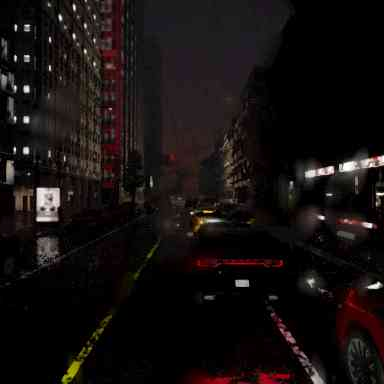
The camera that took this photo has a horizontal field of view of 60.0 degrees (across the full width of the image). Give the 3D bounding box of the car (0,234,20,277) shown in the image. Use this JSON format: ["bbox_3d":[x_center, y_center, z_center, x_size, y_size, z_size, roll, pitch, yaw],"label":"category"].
[{"bbox_3d":[-5.683,1.546,7.533,1.887,1.381,4.507,1,0,0],"label":"car"}]

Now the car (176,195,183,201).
[{"bbox_3d":[-3.022,1.477,81.728,1.812,1.442,4.674,0,0,0],"label":"car"}]

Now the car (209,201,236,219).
[{"bbox_3d":[2.692,1.546,30.128,2.008,1.369,4.403,1,0,0],"label":"car"}]

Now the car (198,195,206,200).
[{"bbox_3d":[2.676,1.488,92.352,2.008,1.369,4.403,1,0,0],"label":"car"}]

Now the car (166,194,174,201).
[{"bbox_3d":[-5.701,1.385,86.729,1.967,1.590,4.097,1,0,0],"label":"car"}]

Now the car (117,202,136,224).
[{"bbox_3d":[-5.687,1.543,24.503,1.887,1.381,4.507,1,0,0],"label":"car"}]

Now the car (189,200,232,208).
[{"bbox_3d":[0.894,1.455,18.602,1.801,1.575,5.366,0,0,0],"label":"car"}]

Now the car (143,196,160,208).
[{"bbox_3d":[-5.692,1.425,47.132,1.967,1.590,4.097,1,0,0],"label":"car"}]

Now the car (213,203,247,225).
[{"bbox_3d":[2.693,1.564,24.471,1.947,1.339,4.313,1,0,0],"label":"car"}]

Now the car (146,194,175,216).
[{"bbox_3d":[-3.109,1.215,33.001,2.150,2.045,5.566,0,0,0],"label":"car"}]

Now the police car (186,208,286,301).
[{"bbox_3d":[0.897,1.426,8.521,1.930,1.638,5.238,0,0,0],"label":"police car"}]

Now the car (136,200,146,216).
[{"bbox_3d":[-5.689,1.561,30.160,1.947,1.339,4.313,1,0,0],"label":"car"}]

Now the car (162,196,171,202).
[{"bbox_3d":[-5.701,1.541,75.414,1.802,1.307,4.206,1,0,0],"label":"car"}]

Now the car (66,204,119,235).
[{"bbox_3d":[-5.687,1.582,18.846,1.802,1.307,4.206,1,0,0],"label":"car"}]

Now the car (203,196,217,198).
[{"bbox_3d":[2.688,1.554,41.442,1.947,1.339,4.313,1,0,0],"label":"car"}]

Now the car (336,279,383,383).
[{"bbox_3d":[2.702,1.316,1.845,2.192,1.841,5.009,1,0,0],"label":"car"}]

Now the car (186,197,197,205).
[{"bbox_3d":[-0.017,1.576,60.036,1.895,1.301,4.718,0,0,0],"label":"car"}]

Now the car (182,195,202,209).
[{"bbox_3d":[-0.006,1.463,45.875,1.882,1.535,5.008,0,0,0],"label":"car"}]

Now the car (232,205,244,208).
[{"bbox_3d":[2.695,1.525,18.985,1.752,1.417,4.829,1,0,0],"label":"car"}]

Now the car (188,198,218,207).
[{"bbox_3d":[0.809,1.454,24.600,1.801,1.575,5.366,0,0,0],"label":"car"}]

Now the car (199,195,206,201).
[{"bbox_3d":[2.677,1.527,86.695,1.802,1.307,4.206,1,0,0],"label":"car"}]

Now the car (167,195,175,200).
[{"bbox_3d":[-5.704,1.503,92.385,1.947,1.339,4.313,1,0,0],"label":"car"}]

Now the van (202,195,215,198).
[{"bbox_3d":[2.690,1.326,47.099,1.690,1.788,3.998,1,0,0],"label":"van"}]

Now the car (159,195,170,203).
[{"bbox_3d":[-5.697,1.406,69.758,1.967,1.590,4.097,1,0,0],"label":"car"}]

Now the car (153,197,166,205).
[{"bbox_3d":[-5.696,1.558,58.445,1.802,1.307,4.206,1,0,0],"label":"car"}]

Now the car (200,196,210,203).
[{"bbox_3d":[2.681,1.547,69.725,1.802,1.307,4.206,1,0,0],"label":"car"}]
